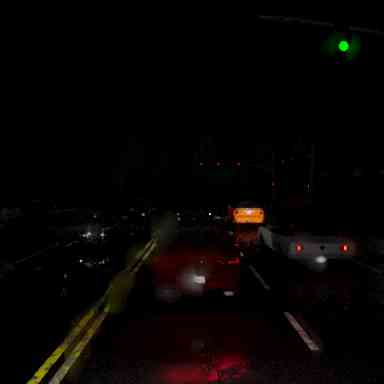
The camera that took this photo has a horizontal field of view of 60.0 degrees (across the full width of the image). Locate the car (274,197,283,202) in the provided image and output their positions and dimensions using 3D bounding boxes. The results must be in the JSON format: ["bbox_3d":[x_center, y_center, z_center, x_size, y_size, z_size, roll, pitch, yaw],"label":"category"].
[{"bbox_3d":[16.779,1.350,58.895,4.553,1.767,2.097,0,0,-2],"label":"car"}]

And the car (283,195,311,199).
[{"bbox_3d":[17.374,1.476,51.915,5.008,1.535,1.882,0,0,-2],"label":"car"}]

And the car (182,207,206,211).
[{"bbox_3d":[0.125,1.547,18.864,2.033,1.411,5.357,0,0,0],"label":"car"}]

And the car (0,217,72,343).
[{"bbox_3d":[-3.591,1.352,5.129,2.097,1.767,4.553,0,0,0],"label":"car"}]

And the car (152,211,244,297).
[{"bbox_3d":[0.110,1.477,8.642,1.882,1.535,5.008,0,0,0],"label":"car"}]

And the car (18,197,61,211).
[{"bbox_3d":[-19.013,1.487,40.133,4.902,1.511,2.128,0,0,-2],"label":"car"}]

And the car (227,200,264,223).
[{"bbox_3d":[3.657,1.351,23.294,2.097,1.767,4.553,0,0,1],"label":"car"}]

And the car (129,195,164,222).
[{"bbox_3d":[-3.467,1.242,26.391,2.150,2.045,5.566,0,0,0],"label":"car"}]

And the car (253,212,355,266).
[{"bbox_3d":[3.614,1.600,11.525,1.895,1.301,4.718,0,0,0],"label":"car"}]

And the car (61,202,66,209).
[{"bbox_3d":[-19.197,1.472,43.629,5.008,1.535,1.882,0,0,-2],"label":"car"}]

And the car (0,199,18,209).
[{"bbox_3d":[-22.755,1.215,36.522,5.566,2.045,2.150,0,0,-2],"label":"car"}]

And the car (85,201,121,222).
[{"bbox_3d":[-6.967,1.497,26.369,2.128,1.511,4.902,0,0,0],"label":"car"}]
